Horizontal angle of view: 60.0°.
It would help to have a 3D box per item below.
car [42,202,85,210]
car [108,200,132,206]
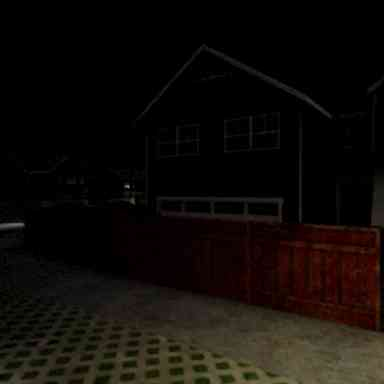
[{"bbox_3d":[-11.459,1.684,29.801,2.128,1.511,4.902,0,-1,16],"label":"car"},{"bbox_3d":[-8.643,1.797,39.891,1.837,1.490,4.892,0,0,16],"label":"car"}]
